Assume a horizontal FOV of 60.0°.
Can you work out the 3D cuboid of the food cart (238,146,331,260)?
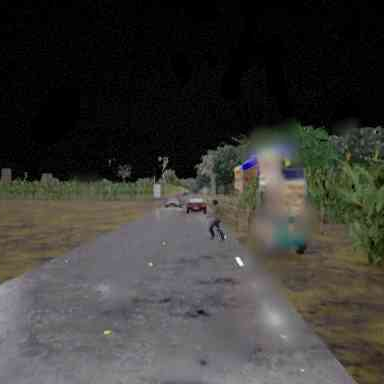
[{"bbox_3d":[3.235,0.392,12.859,2.280,3.560,4.660,-1,-1,1],"label":"food cart"}]

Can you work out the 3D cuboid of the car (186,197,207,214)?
[{"bbox_3d":[0.460,1.293,32.924,1.882,1.535,5.008,0,0,1],"label":"car"}]

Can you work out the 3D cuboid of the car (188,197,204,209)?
[{"bbox_3d":[0.523,1.325,42.791,1.994,1.385,4.181,0,0,1],"label":"car"}]

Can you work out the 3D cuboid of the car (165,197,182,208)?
[{"bbox_3d":[-2.290,1.330,41.944,1.994,1.385,4.181,0,0,2],"label":"car"}]

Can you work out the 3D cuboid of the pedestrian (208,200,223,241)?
[{"bbox_3d":[1.023,1.211,14.484,0.375,1.860,0.375,1,-1,1],"label":"pedestrian"}]
